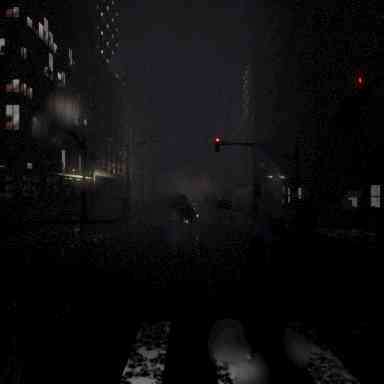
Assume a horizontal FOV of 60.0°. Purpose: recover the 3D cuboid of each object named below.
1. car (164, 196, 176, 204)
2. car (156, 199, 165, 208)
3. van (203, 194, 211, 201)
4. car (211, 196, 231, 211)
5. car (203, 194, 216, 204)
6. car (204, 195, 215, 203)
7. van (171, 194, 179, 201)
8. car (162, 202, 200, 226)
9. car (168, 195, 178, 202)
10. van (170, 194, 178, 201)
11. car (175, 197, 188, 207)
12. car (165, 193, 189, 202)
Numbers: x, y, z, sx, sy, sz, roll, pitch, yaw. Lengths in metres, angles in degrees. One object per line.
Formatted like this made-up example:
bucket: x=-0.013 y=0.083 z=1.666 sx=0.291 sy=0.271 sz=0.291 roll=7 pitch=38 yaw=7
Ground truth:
car: x=-4.218 y=1.564 z=63.830 sx=1.947 sy=1.339 sz=4.313 roll=0 pitch=0 yaw=0
car: x=-4.117 y=1.593 z=47.248 sx=1.802 sy=1.307 sz=4.206 roll=0 pitch=0 yaw=0
van: x=3.560 y=1.321 z=80.461 sx=1.690 sy=1.788 sz=3.998 roll=0 pitch=0 yaw=0
car: x=3.847 y=1.579 z=41.770 sx=1.947 sy=1.339 sz=4.313 roll=0 pitch=0 yaw=0
car: x=3.662 y=1.313 z=63.878 sx=2.192 sy=1.841 sz=5.009 roll=0 pitch=0 yaw=0
car: x=3.628 y=1.432 z=69.407 sx=1.967 sy=1.590 sz=4.097 roll=0 pitch=0 yaw=0
van: x=-4.354 y=1.315 z=85.940 sx=1.690 sy=1.788 sz=3.998 roll=0 pitch=0 yaw=0
car: x=-0.752 y=1.622 z=23.638 sx=1.895 sy=1.301 sz=4.718 roll=0 pitch=0 yaw=-11
car: x=-4.286 y=1.426 z=74.886 sx=1.967 sy=1.590 sz=4.097 roll=0 pitch=0 yaw=0
van: x=-4.320 y=1.321 z=80.413 sx=1.690 sy=1.788 sz=3.998 roll=0 pitch=0 yaw=0
car: x=-1.678 y=1.571 z=53.621 sx=1.994 sy=1.385 sz=4.181 roll=0 pitch=0 yaw=0
car: x=-1.600 y=1.227 z=39.168 sx=2.150 sy=2.045 sz=5.566 roll=0 pitch=1 yaw=0
